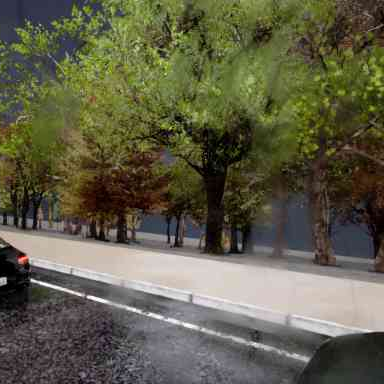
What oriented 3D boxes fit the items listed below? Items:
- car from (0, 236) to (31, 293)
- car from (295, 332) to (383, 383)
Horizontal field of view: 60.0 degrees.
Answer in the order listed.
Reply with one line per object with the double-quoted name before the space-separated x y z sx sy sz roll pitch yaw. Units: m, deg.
"car" -5.487 1.524 7.556 4.674 1.442 1.812 0 0 35
"car" 2.630 1.564 1.810 4.181 1.385 1.994 0 0 35
